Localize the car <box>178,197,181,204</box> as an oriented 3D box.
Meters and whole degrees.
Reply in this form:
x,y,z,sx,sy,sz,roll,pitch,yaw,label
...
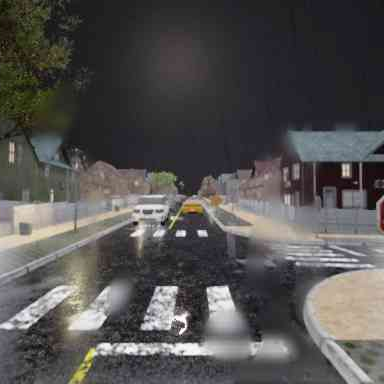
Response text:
x,y,z,sx,sy,sz,roll,pitch,yaw,label
-2.818,1.630,59.731,2.033,1.411,5.357,0,0,0,car

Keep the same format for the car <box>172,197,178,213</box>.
x,y,z,sx,sy,sz,roll,pitch,yaw,label
-2.886,1.535,37.480,1.837,1.490,4.892,0,1,0,car

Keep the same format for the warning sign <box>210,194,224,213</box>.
x,y,z,sx,sy,sz,roll,pitch,yaw,label
2.457,1.144,33.097,1.300,1.860,1.060,-2,-2,0,warning sign

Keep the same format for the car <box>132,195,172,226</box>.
x,y,z,sx,sy,sz,roll,pitch,yaw,label
-2.874,1.234,24.182,2.150,2.045,5.566,0,1,0,car

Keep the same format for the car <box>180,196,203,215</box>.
x,y,z,sx,sy,sz,roll,pitch,yaw,label
0.064,1.508,34.354,1.882,1.535,5.008,0,0,0,car
